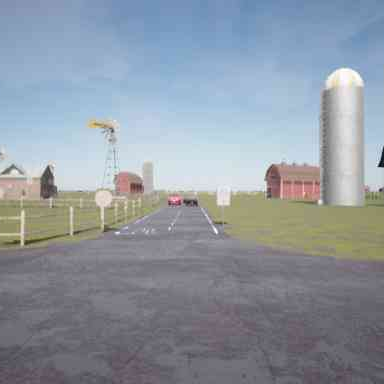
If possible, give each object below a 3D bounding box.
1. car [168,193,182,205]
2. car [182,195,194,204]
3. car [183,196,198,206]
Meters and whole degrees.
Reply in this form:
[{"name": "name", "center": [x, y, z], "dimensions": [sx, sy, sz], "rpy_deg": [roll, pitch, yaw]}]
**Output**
[{"name": "car", "center": [-3.006, 1.213, 58.059], "dimensions": [2.150, 2.045, 5.566], "rpy_deg": [0, 0, -2]}, {"name": "car", "center": [-0.734, 1.462, 64.102], "dimensions": [1.882, 1.535, 5.008], "rpy_deg": [0, 0, -6]}, {"name": "car", "center": [-0.068, 1.474, 53.992], "dimensions": [1.882, 1.535, 5.008], "rpy_deg": [0, 0, -2]}]
